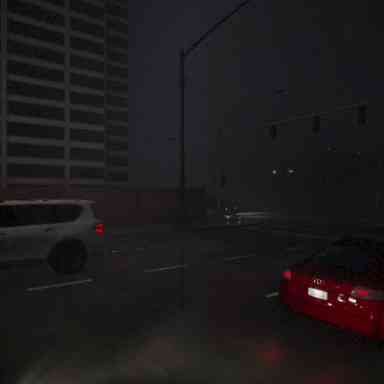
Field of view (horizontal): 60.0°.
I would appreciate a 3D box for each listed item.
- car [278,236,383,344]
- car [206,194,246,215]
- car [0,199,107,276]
[{"bbox_3d":[3.615,1.564,6.376,4.181,1.385,1.994,0,0,-35],"label":"car"},{"bbox_3d":[2.614,1.221,34.782,2.150,2.045,5.566,0,0,-36],"label":"car"},{"bbox_3d":[-5.124,1.221,8.894,5.566,2.045,2.150,0,0,-34],"label":"car"}]
